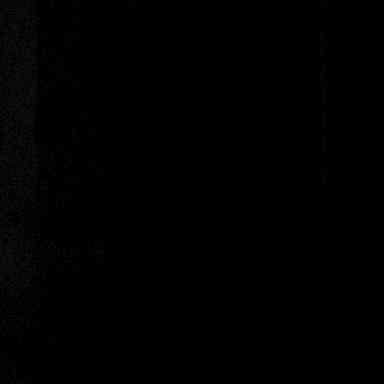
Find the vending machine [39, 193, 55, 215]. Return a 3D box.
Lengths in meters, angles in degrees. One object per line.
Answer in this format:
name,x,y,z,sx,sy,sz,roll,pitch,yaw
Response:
vending machine,-14.053,1.149,32.287,1.100,2.100,0.880,0,0,14
